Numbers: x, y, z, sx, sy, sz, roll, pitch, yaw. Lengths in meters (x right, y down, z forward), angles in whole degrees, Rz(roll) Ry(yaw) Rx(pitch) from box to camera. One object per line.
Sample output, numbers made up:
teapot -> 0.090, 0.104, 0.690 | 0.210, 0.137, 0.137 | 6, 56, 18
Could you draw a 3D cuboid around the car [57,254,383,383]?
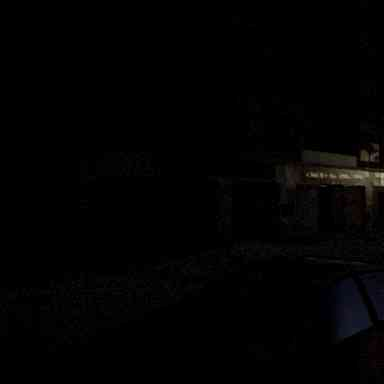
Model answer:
car -> 1.333, 1.550, 4.023 | 5.357, 1.411, 2.033 | 0, 0, -36
